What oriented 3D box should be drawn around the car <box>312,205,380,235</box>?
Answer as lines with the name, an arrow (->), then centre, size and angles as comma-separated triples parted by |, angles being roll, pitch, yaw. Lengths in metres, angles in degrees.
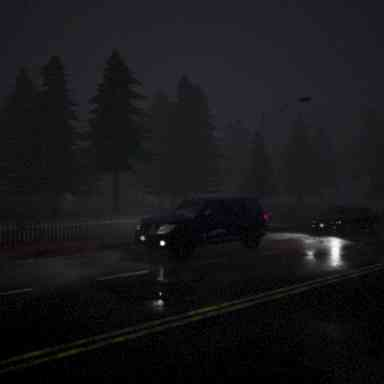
car -> 8.780, 1.511, 18.835 | 4.892, 1.490, 1.837 | 0, 0, -35

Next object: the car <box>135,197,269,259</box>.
car -> 0.568, 1.224, 12.994 | 5.566, 2.045, 2.150 | 0, 0, -36
